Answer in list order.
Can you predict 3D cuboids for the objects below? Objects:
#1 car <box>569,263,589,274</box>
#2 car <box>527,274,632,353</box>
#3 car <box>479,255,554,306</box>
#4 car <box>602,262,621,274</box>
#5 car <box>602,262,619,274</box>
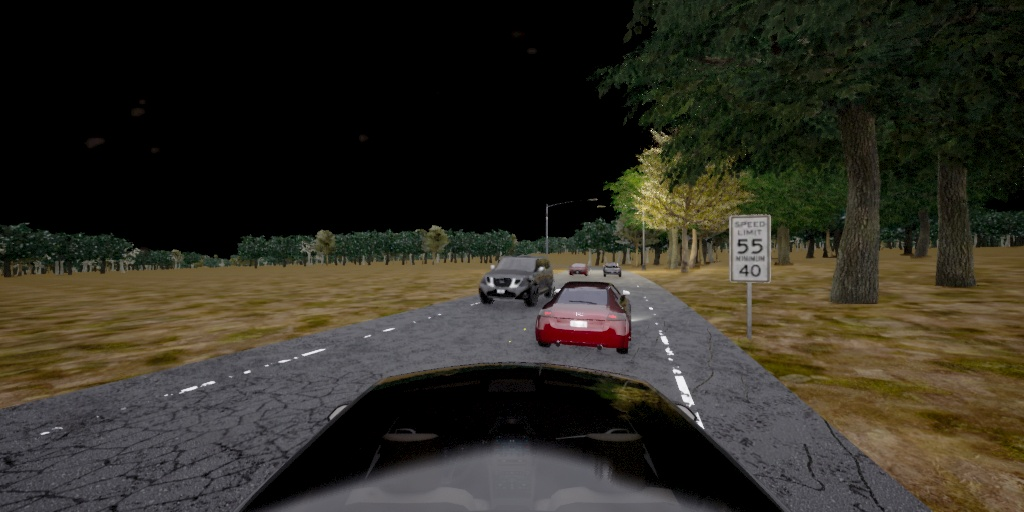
[{"bbox_3d":[7.511,1.498,40.115,1.882,1.535,5.008,0,-1,15],"label":"car"},{"bbox_3d":[1.960,1.326,9.031,1.994,1.385,4.181,0,0,18],"label":"car"},{"bbox_3d":[0.445,0.985,16.074,2.150,2.045,5.566,2,0,18],"label":"car"},{"bbox_3d":[11.093,1.519,39.657,2.128,1.511,4.902,0,-1,15],"label":"car"},{"bbox_3d":[13.612,1.629,49.765,2.128,1.511,4.902,0,-1,14],"label":"car"}]
